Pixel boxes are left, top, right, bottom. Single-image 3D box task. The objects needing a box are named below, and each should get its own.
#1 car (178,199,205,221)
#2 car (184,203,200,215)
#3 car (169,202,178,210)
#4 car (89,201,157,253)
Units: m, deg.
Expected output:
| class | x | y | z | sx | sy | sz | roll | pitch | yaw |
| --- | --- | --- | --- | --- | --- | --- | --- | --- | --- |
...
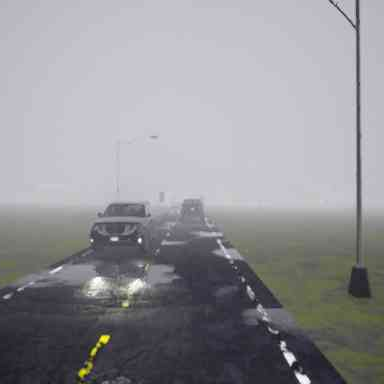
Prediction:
| class | x | y | z | sx | sy | sz | roll | pitch | yaw |
| --- | --- | --- | --- | --- | --- | --- | --- | --- | --- |
| car | 0.038 | 1.658 | 31.828 | 2.150 | 2.045 | 5.566 | 0 | -1 | 0 |
| car | 0.012 | 2.160 | 42.871 | 1.994 | 1.385 | 4.181 | 0 | -1 | 0 |
| car | -2.849 | 2.368 | 57.608 | 2.033 | 1.411 | 5.357 | 0 | -1 | 0 |
| car | -2.876 | 1.426 | 15.100 | 2.150 | 2.045 | 5.566 | 0 | -1 | 0 |
